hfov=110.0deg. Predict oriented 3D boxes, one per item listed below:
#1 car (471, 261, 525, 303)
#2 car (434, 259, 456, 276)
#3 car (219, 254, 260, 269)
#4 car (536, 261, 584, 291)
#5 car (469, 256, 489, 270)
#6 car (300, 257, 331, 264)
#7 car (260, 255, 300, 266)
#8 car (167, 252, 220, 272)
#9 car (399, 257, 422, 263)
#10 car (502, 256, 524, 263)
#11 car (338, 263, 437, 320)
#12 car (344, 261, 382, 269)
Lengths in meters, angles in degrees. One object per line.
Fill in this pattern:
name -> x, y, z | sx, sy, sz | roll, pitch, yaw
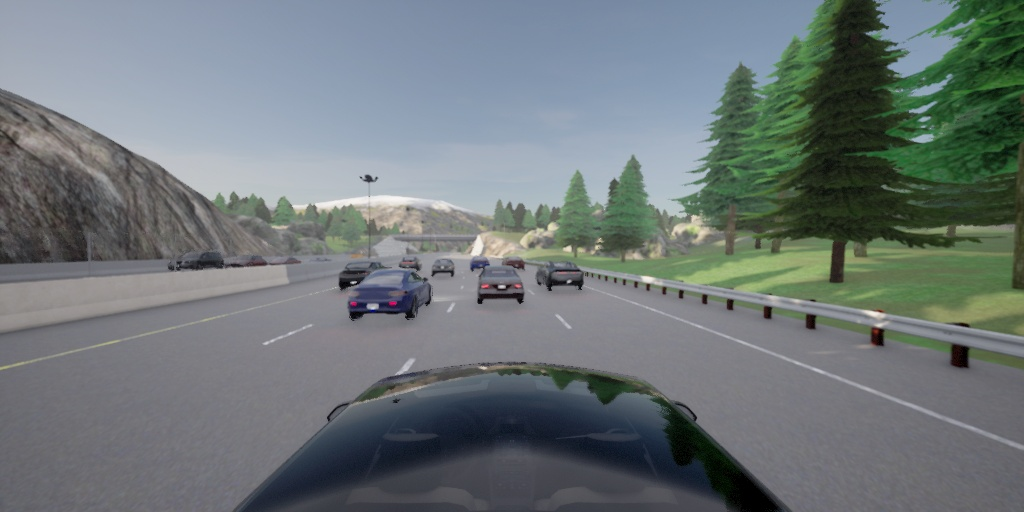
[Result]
car -> -0.570, 1.123, 15.389 | 2.033, 1.411, 5.357 | 0, 1, -5
car -> -5.868, 0.932, 30.805 | 2.033, 1.411, 5.357 | 0, 1, -8
car -> -28.494, 0.663, 38.444 | 2.097, 1.767, 4.553 | 0, 1, -9
car -> 2.521, 1.008, 19.742 | 2.128, 1.511, 4.902 | 0, 1, -5
car -> -3.459, 0.766, 38.088 | 1.882, 1.535, 5.008 | 0, 1, -9
car -> -21.739, 0.842, 40.531 | 1.994, 1.385, 4.181 | 0, 1, -9
car -> -25.113, 0.773, 39.460 | 1.882, 1.535, 5.008 | 0, 1, -9
car -> -31.685, 0.566, 36.182 | 2.150, 2.045, 5.566 | 0, 1, -9
car -> -10.293, 0.808, 36.473 | 2.128, 1.511, 4.902 | 0, 1, -9
car -> 0.079, 0.762, 38.114 | 1.882, 1.535, 5.008 | 0, 1, -9
car -> -3.863, 1.150, 11.879 | 1.812, 1.442, 4.674 | 0, 1, -3
car -> -8.052, 1.029, 20.035 | 1.837, 1.490, 4.892 | 0, 1, -6
